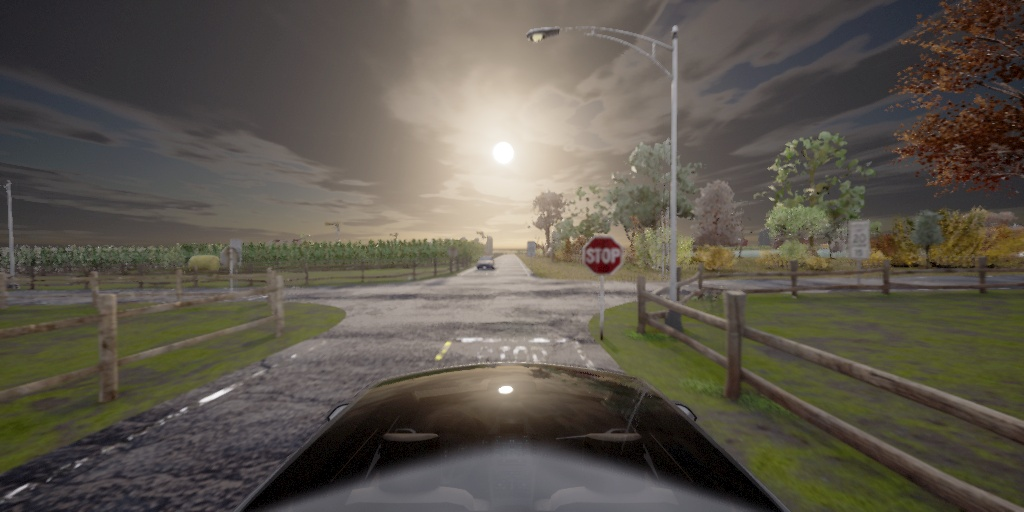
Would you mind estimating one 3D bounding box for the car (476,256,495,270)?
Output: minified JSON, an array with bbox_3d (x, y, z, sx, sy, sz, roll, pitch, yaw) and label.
[{"bbox_3d":[-2.754,0.732,38.572,2.033,1.411,5.357,0,1,0],"label":"car"}]
